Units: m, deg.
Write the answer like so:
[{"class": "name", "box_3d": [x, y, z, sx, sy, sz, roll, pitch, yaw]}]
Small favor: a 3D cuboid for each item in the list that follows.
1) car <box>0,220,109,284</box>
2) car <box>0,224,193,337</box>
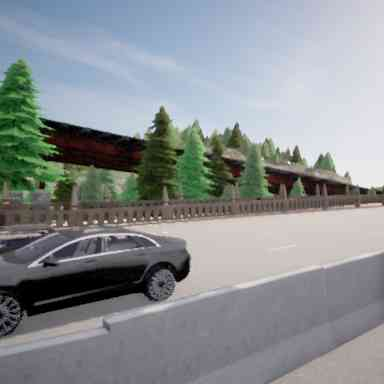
[{"class": "car", "box_3d": [-4.905, 1.597, 9.091, 4.718, 1.301, 1.895, 0, 0, -35]}, {"class": "car", "box_3d": [-2.276, 1.482, 6.668, 4.902, 1.511, 2.128, -1, 0, -35]}]
